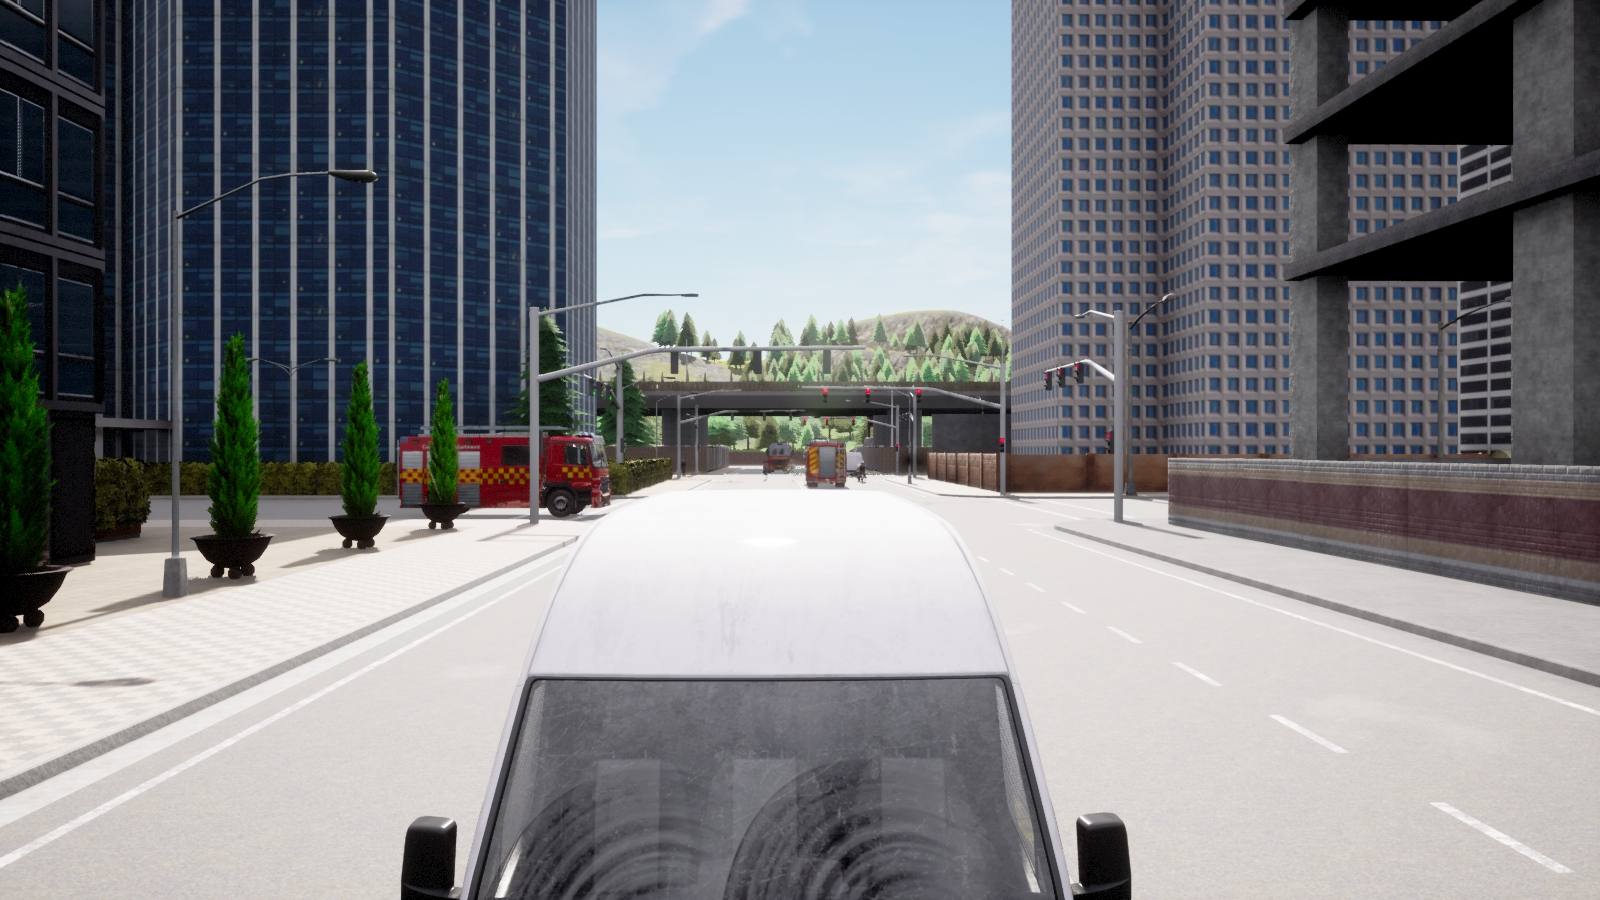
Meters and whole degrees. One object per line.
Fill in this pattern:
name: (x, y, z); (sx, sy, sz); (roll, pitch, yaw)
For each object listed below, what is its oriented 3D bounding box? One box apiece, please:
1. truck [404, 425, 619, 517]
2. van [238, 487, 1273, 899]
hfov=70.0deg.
truck: (-12.239, 0.890, 48.946); (8.468, 3.827, 2.891); (0, 0, 0)
van: (-0.128, 1.535, 5.152); (1.988, 2.561, 5.915); (0, 0, -1)
